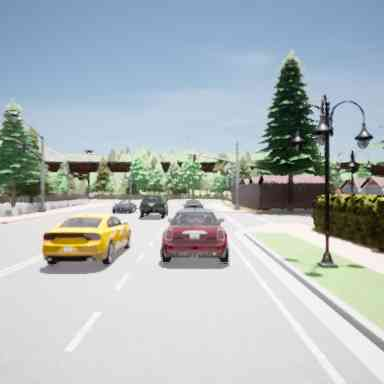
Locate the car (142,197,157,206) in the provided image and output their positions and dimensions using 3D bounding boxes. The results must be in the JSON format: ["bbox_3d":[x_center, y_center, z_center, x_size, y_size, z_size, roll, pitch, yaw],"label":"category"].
[{"bbox_3d":[-7.003,1.553,55.591,1.837,1.490,4.892,0,0,0],"label":"car"}]

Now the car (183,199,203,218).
[{"bbox_3d":[0.092,1.512,31.607,1.837,1.490,4.892,0,0,0],"label":"car"}]

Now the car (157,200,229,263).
[{"bbox_3d":[0.149,1.355,12.122,2.097,1.767,4.553,0,0,2],"label":"car"}]

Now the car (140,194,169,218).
[{"bbox_3d":[-3.406,1.228,30.611,2.150,2.045,5.566,0,0,0],"label":"car"}]

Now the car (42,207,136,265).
[{"bbox_3d":[-3.419,1.481,11.691,1.882,1.535,5.008,0,-1,0],"label":"car"}]

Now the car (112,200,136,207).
[{"bbox_3d":[-7.098,1.572,34.961,1.994,1.385,4.181,0,0,0],"label":"car"}]
